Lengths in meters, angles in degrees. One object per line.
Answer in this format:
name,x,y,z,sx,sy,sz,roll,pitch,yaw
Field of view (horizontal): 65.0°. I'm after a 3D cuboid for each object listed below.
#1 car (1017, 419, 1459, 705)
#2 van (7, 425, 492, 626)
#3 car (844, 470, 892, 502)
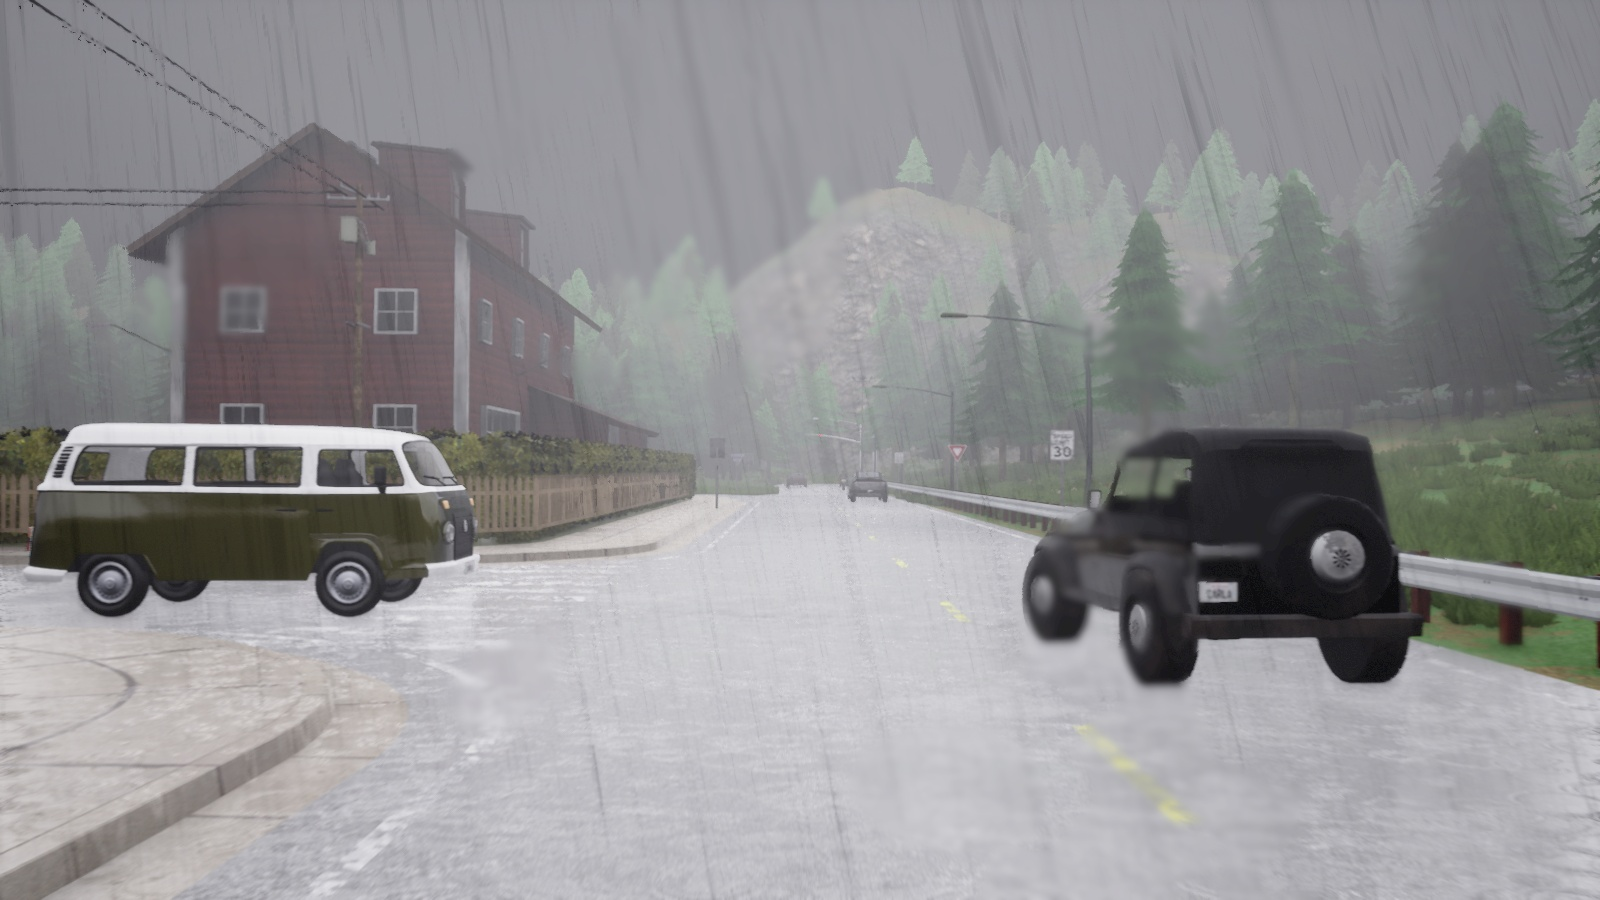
car,3.266,0.761,10.281,1.905,1.878,3.866,0,-1,-7
van,-5.902,0.784,13.950,4.480,2.038,2.069,0,-1,-2
car,3.351,1.751,62.728,2.128,1.511,4.902,0,-1,0
